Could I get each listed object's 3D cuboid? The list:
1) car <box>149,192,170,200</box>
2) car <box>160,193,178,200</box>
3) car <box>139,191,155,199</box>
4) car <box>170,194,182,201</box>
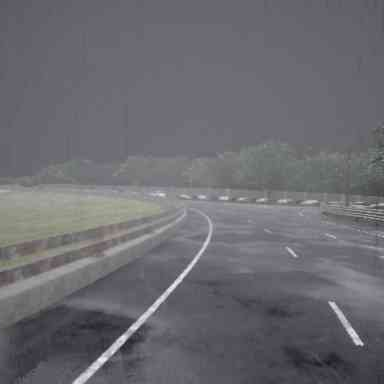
[{"bbox_3d":[-7.057,1.212,71.551,1.895,1.301,4.718,2,0,-25],"label":"car"},{"bbox_3d":[-5.740,1.139,83.799,2.033,1.411,5.357,2,0,-34],"label":"car"},{"bbox_3d":[-11.710,0.898,80.152,2.033,1.411,5.357,2,0,-34],"label":"car"},{"bbox_3d":[-3.837,1.272,72.924,2.128,1.511,4.902,2,0,-25],"label":"car"}]
